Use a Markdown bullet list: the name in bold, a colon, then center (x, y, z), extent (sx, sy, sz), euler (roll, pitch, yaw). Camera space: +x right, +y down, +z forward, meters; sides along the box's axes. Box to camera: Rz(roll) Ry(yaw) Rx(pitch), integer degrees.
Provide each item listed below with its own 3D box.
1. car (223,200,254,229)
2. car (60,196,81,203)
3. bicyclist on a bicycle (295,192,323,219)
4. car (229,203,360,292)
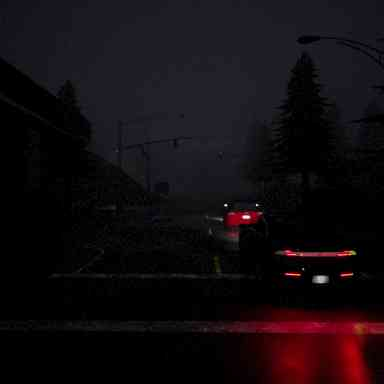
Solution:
- **car**: center (2.739, 1.137, 18.194), extent (1.994, 1.385, 4.181), euler (-1, 2, 3)
- **car**: center (-14.044, 1.054, 34.975), extent (4.718, 1.301, 1.895), euler (0, 1, 2)
- **bicyclist on a bicycle**: center (6.590, 0.852, 18.778), extent (1.656, 1.620, 0.582), euler (0, 1, 2)
- **car**: center (2.298, 1.247, 8.248), extent (2.128, 1.511, 4.902), euler (0, 2, 1)
